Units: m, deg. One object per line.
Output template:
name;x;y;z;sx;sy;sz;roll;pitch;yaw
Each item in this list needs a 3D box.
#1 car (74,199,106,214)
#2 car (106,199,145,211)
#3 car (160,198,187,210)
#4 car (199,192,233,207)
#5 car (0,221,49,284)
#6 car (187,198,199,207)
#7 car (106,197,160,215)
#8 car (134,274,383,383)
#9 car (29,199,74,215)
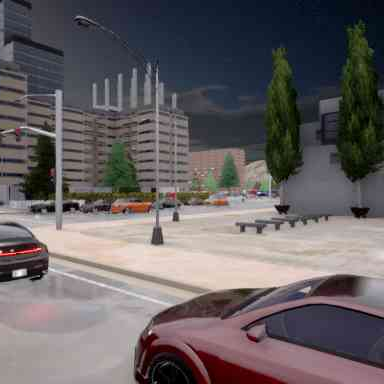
car;-9.475;1.505;35.155;1.837;1.490;4.892;0;0;40
car;-8.291;1.601;41.961;1.895;1.301;4.718;0;0;40
car;-3.389;1.491;42.329;2.128;1.511;4.902;0;0;40
car;3.724;1.352;50.688;2.097;1.767;4.553;0;0;40
car;-5.587;1.505;8.764;4.892;1.490;1.837;0;0;40
car;0.367;1.564;52.138;1.994;1.385;4.181;0;0;41
car;-5.898;1.352;33.673;2.097;1.767;4.553;0;0;40
car;1.390;1.564;3.252;4.181;1.385;1.994;0;0;37
car;-14.332;1.478;34.840;1.882;1.535;5.008;0;0;40
